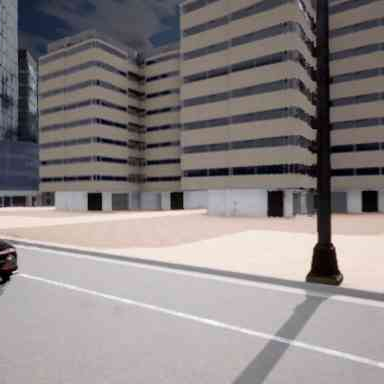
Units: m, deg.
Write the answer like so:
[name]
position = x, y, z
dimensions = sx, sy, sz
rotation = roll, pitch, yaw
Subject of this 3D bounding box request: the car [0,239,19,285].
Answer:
[car]
position = -6.334, 1.572, 8.323
dimensions = 4.902, 1.511, 2.128
rotation = -1, 0, 33
